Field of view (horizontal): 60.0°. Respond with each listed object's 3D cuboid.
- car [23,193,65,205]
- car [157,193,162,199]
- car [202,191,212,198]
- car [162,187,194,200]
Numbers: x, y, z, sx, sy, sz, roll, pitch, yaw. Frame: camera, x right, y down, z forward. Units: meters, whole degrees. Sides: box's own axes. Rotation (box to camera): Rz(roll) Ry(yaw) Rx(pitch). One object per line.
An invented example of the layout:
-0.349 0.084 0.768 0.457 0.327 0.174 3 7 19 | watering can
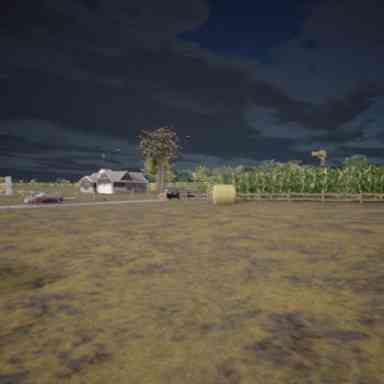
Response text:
-17.487 0.809 39.508 1.812 1.442 4.674 -1 0 36 | car
-3.989 0.388 58.107 2.097 1.767 4.553 -1 0 36 | car
4.018 0.441 64.434 2.033 1.411 5.357 -1 0 36 | car
-1.983 0.234 56.047 2.150 2.045 5.566 -1 0 37 | car
